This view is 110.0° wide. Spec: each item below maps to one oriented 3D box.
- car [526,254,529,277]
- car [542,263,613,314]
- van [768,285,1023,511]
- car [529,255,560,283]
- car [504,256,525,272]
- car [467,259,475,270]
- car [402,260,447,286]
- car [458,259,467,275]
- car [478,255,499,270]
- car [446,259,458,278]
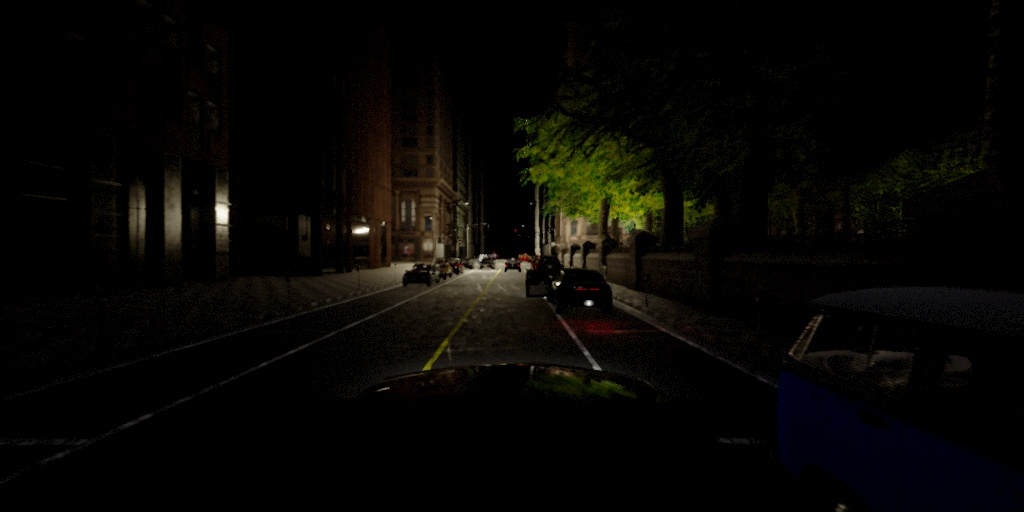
[{"bbox_3d":[2.775,0.844,34.246,2.192,1.841,5.009,0,0,0],"label":"car"},{"bbox_3d":[2.359,1.180,13.416,1.837,1.490,4.892,0,0,0],"label":"car"},{"bbox_3d":[2.763,1.095,1.099,1.690,1.789,3.998,0,0,0],"label":"van"},{"bbox_3d":[2.773,0.886,28.722,2.192,1.841,5.009,0,0,0],"label":"car"},{"bbox_3d":[0.081,1.034,39.700,2.033,1.411,5.357,0,0,0],"label":"car"},{"bbox_3d":[-5.747,1.008,45.286,1.948,1.339,4.313,0,0,0],"label":"car"},{"bbox_3d":[-5.755,1.161,23.189,2.007,1.370,4.403,0,0,0],"label":"car"},{"bbox_3d":[-5.751,0.969,34.238,1.967,1.591,4.097,0,0,0],"label":"car"},{"bbox_3d":[-3.033,0.954,44.603,1.837,1.490,4.892,0,0,1],"label":"car"},{"bbox_3d":[-5.753,1.096,28.544,1.751,1.417,4.829,0,0,0],"label":"car"}]
